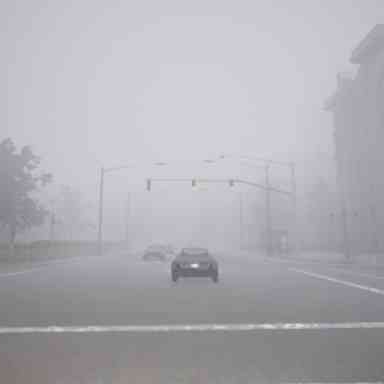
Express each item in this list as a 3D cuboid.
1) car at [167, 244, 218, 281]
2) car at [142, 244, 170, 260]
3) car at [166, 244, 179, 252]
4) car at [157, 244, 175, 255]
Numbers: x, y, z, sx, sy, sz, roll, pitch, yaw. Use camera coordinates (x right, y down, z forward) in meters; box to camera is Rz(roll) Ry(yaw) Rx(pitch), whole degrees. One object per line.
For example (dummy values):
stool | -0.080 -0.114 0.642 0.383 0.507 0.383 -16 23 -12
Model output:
car | 0.118 3.240 15.356 1.994 1.385 4.181 0 -9 0
car | -3.536 5.781 32.151 2.033 1.411 5.357 0 -8 0
car | -3.427 9.793 58.756 1.895 1.301 4.718 0 -8 0
car | -3.488 7.657 44.651 1.994 1.385 4.181 0 -8 1
